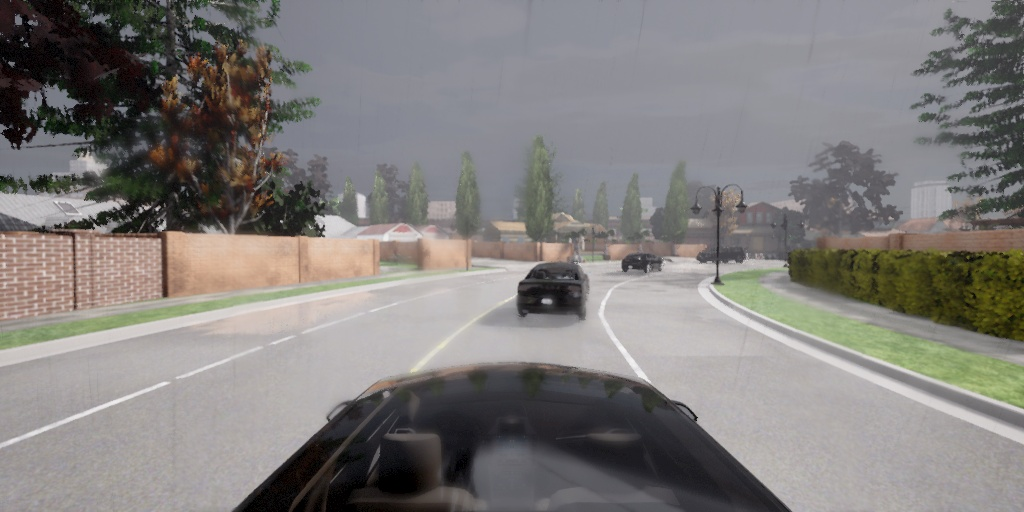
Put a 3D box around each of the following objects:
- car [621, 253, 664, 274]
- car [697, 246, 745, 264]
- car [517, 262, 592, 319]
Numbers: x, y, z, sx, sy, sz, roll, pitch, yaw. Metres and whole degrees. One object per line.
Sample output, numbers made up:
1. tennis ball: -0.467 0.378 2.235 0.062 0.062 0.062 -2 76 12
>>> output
1. car: 10.038 0.478 27.389 1.837 1.490 4.892 0 2 41
2. car: 23.828 -0.128 40.823 5.566 2.045 2.150 0 1 -19
3. car: 1.490 0.933 11.509 1.882 1.535 5.008 0 2 14
